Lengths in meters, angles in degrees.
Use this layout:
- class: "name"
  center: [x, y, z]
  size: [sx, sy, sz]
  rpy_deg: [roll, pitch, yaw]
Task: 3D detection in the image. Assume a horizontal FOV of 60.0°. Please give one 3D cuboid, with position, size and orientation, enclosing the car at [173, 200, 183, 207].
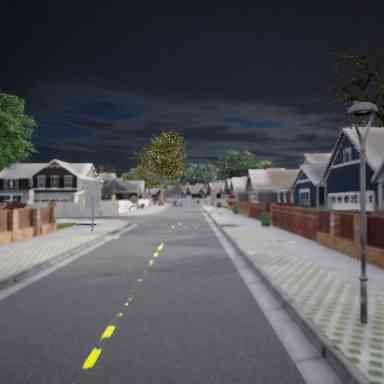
- class: "car"
  center: [-2.838, 2.323, 67.957]
  size: [2.128, 1.511, 4.902]
  rpy_deg: [0, -1, -1]
